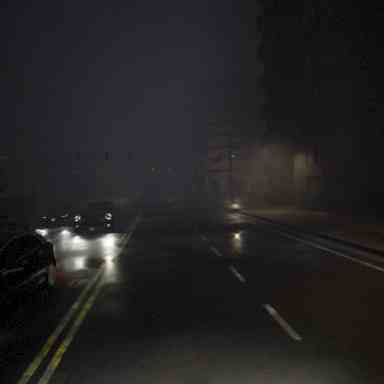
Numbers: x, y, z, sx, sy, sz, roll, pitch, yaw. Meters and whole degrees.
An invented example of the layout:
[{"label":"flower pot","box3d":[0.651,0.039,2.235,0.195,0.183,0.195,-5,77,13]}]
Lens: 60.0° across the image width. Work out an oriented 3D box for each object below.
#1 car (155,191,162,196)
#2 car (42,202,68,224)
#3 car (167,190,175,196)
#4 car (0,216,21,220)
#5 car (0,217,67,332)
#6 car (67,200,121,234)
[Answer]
[{"label":"car","box3d":[-9.258,0.427,90.935,1.994,1.385,4.181,-3,1,-6]},{"label":"car","box3d":[-9.418,1.565,24.376,1.837,1.490,4.892,-3,1,-6]},{"label":"car","box3d":[-5.783,0.207,91.295,1.837,1.490,4.892,-3,1,-6]},{"label":"car","box3d":[-8.384,1.737,14.283,1.994,1.385,4.181,-3,1,-6]},{"label":"car","box3d":[-4.044,1.600,6.296,1.837,1.490,4.892,-3,2,-6]},{"label":"car","box3d":[-5.407,1.304,19.407,2.097,1.767,4.553,-3,1,-6]}]
